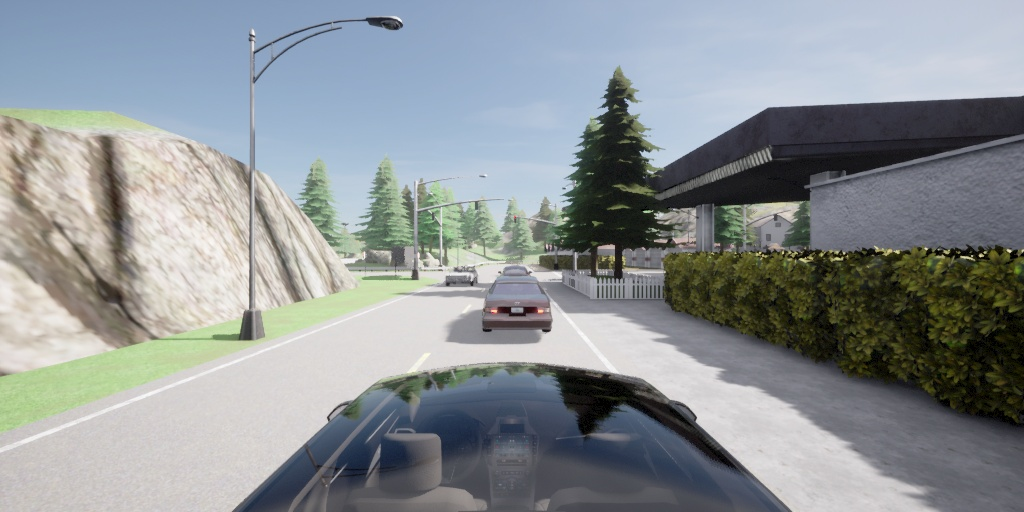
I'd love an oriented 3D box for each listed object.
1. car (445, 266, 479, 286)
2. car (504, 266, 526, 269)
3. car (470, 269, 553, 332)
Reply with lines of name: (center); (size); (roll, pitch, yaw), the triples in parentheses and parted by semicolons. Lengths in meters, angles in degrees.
car: (-3.401, 1.371, 24.993); (1.895, 1.301, 4.718); (0, 0, 0)
car: (0.180, 1.276, 20.387); (1.812, 1.442, 4.674); (0, 0, 0)
car: (0.135, 1.297, 10.801); (2.033, 1.411, 5.357); (0, 0, 0)
